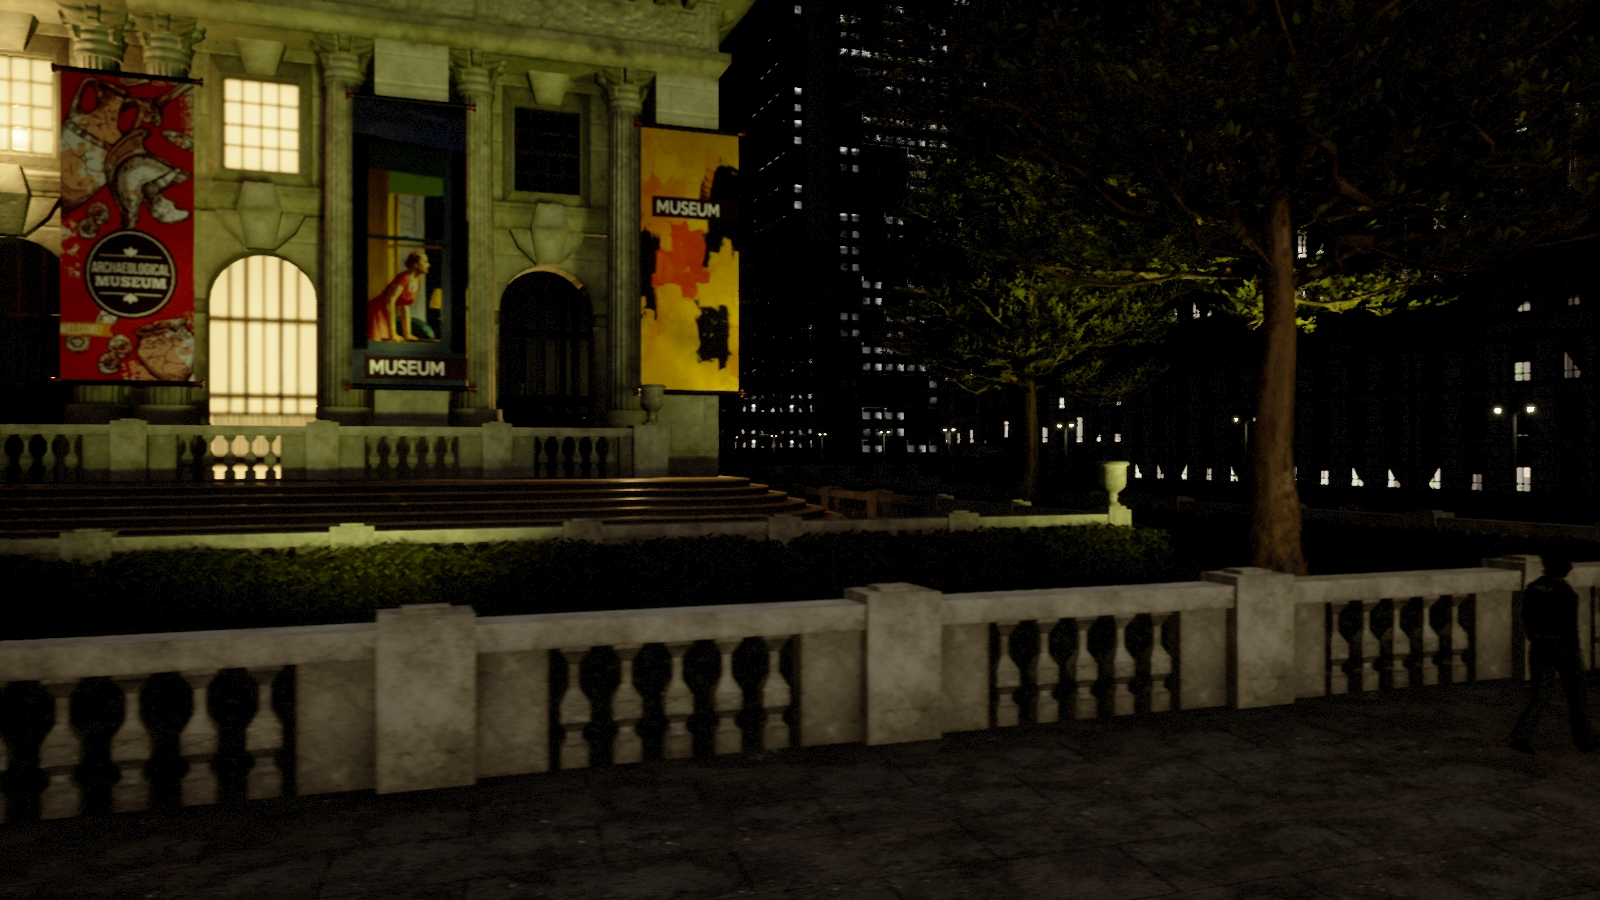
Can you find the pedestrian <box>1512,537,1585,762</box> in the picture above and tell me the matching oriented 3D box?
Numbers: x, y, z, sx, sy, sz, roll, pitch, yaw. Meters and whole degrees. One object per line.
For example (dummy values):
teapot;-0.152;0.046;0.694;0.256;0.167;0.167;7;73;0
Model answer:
pedestrian;6.450;1.696;9.854;0.375;1.860;0.375;0;0;-15
